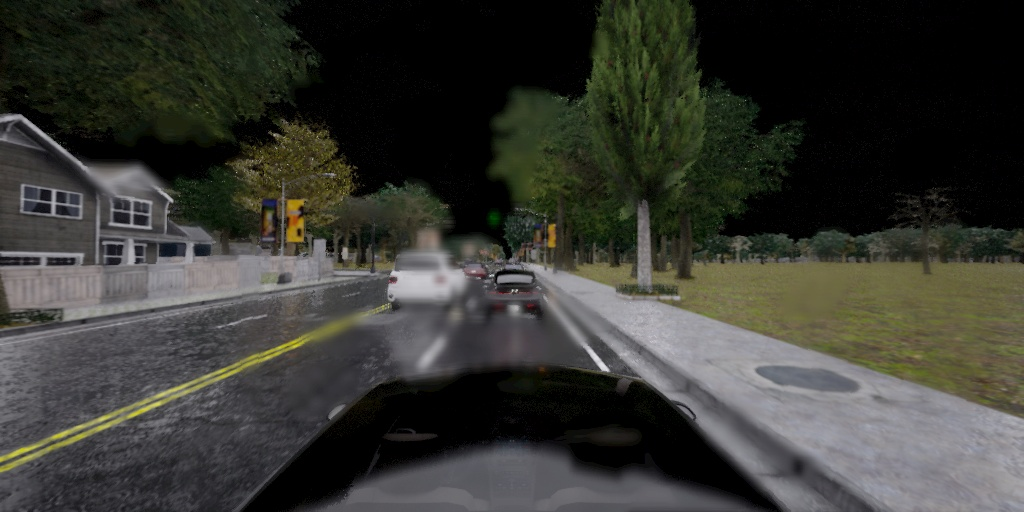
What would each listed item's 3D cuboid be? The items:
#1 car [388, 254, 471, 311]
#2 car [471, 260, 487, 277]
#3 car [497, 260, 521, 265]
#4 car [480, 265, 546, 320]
[{"bbox_3d":[-3.155,0.936,14.387,2.150,2.045,5.566,0,0,0],"label":"car"},{"bbox_3d":[-3.154,1.263,31.702,1.994,1.385,4.181,0,0,0],"label":"car"},{"bbox_3d":[0.097,1.245,27.878,2.033,1.411,5.357,0,0,0],"label":"car"},{"bbox_3d":[0.099,1.223,12.408,1.837,1.490,4.892,0,0,0],"label":"car"}]
